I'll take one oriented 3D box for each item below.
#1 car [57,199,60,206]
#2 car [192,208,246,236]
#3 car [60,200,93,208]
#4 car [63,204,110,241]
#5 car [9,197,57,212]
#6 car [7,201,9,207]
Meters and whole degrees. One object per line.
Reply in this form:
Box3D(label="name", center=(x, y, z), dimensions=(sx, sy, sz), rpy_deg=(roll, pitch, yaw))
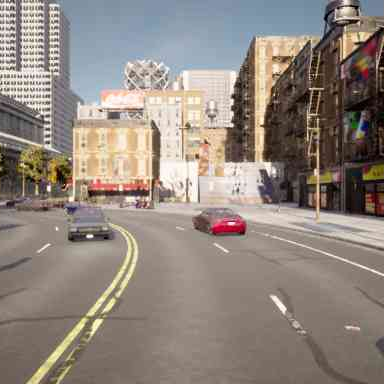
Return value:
Box3D(label="car", center=(-20.435, 1.595, 48.155), dimensions=(4.718, 1.301, 1.895), rpy_deg=(0, 0, 30))
Box3D(label="car", center=(1.417, 1.564, 18.756), dimensions=(1.994, 1.385, 4.181), rpy_deg=(0, 0, -16))
Box3D(label="car", center=(-10.998, 1.601, 33.048), dimensions=(1.895, 1.301, 4.718), rpy_deg=(0, 0, -44))
Box3D(label="car", center=(-5.316, 1.547, 17.083), dimensions=(2.033, 1.411, 5.357), rpy_deg=(0, 0, -19))
Box3D(label="car", center=(-18.974, 1.547, 39.610), dimensions=(5.357, 1.411, 2.033), rpy_deg=(0, 0, 32))
Box3D(label="car", center=(-25.737, 1.520, 50.328), dimensions=(4.674, 1.452, 2.002), rpy_deg=(0, 0, 20))
